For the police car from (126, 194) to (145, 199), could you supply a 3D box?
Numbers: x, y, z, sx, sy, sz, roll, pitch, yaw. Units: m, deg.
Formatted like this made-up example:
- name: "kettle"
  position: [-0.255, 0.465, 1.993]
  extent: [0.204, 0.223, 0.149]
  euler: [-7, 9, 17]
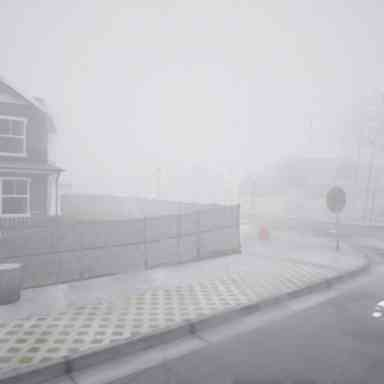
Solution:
- name: "police car"
  position: [-7.877, 1.084, 46.994]
  extent: [1.930, 1.638, 5.238]
  euler: [1, 0, -42]
